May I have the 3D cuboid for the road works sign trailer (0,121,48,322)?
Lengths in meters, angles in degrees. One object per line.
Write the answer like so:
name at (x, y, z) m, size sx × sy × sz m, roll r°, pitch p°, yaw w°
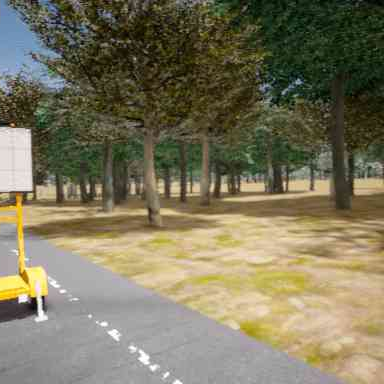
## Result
road works sign trailer at (-4.258, 0.449, 6.205) m, size 2.380 × 3.560 × 2.880 m, roll -2°, pitch 1°, yaw -36°
